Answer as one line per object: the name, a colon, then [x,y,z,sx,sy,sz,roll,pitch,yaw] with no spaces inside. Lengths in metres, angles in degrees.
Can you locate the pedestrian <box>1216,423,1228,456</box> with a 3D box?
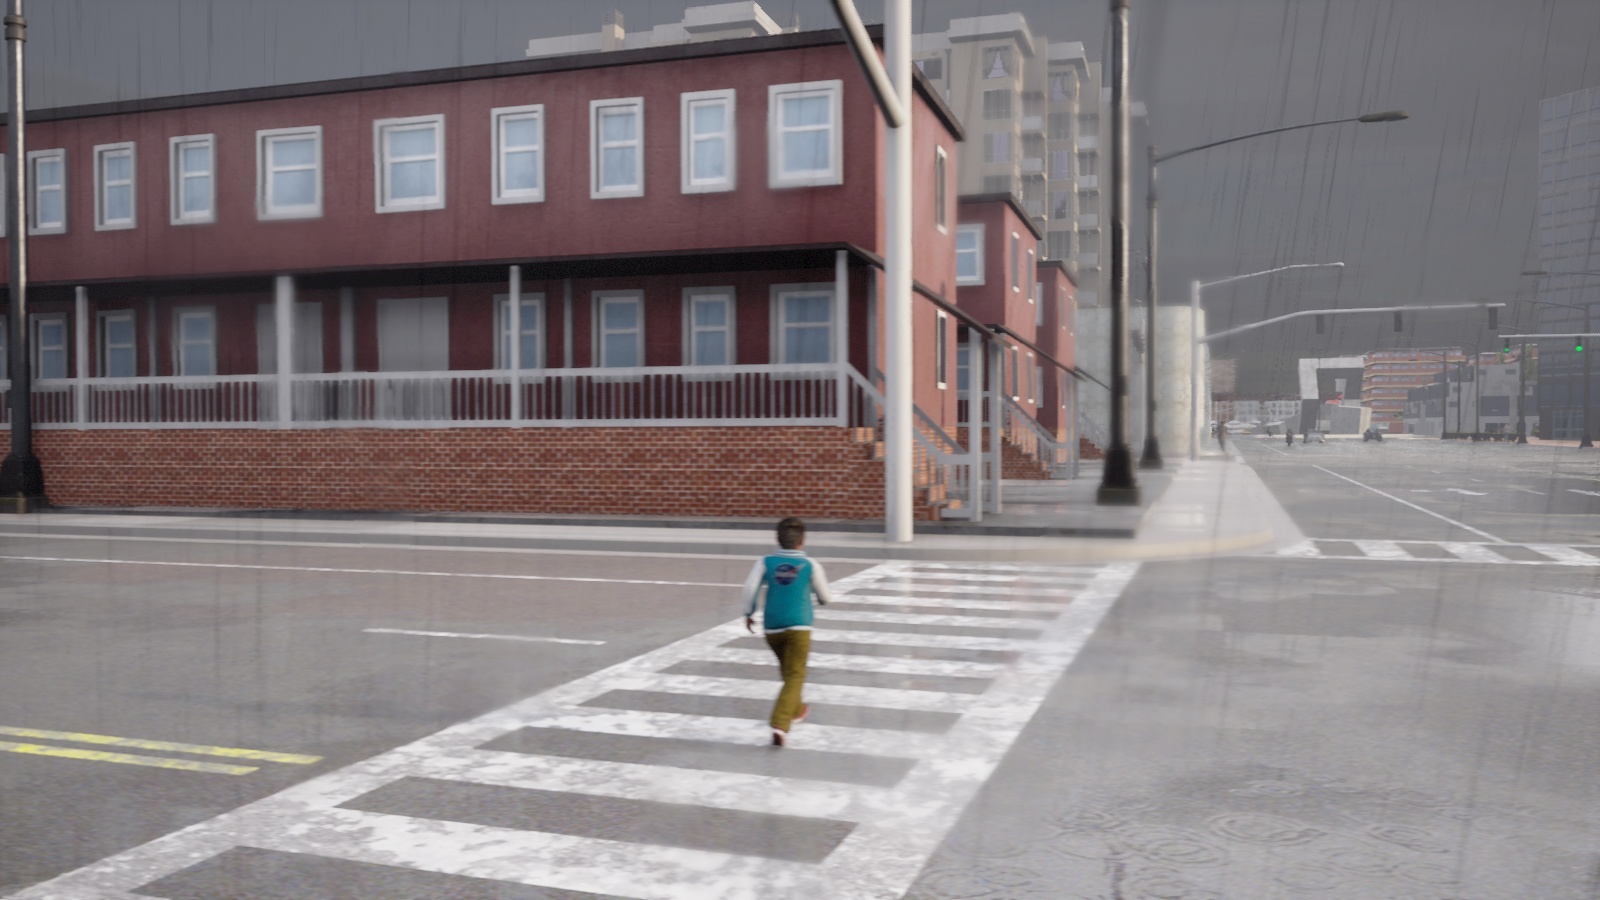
pedestrian: [25.496,-0.641,75.900,0.659,1.952,0.873,1,1,19]

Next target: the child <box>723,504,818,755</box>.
child: [-0.144,0.889,6.393,0.343,1.192,0.448,1,1,20]
